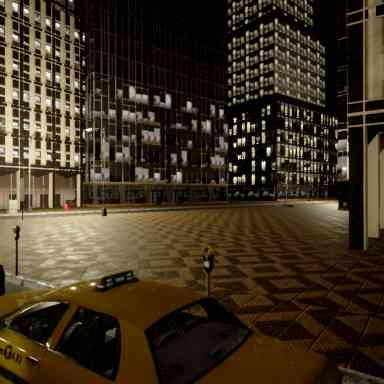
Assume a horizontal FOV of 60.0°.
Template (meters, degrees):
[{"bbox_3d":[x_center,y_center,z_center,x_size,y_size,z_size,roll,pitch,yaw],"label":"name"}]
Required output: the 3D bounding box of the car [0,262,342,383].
[{"bbox_3d":[-0.982,1.525,3.575,4.829,1.417,1.752,0,0,35],"label":"car"}]
